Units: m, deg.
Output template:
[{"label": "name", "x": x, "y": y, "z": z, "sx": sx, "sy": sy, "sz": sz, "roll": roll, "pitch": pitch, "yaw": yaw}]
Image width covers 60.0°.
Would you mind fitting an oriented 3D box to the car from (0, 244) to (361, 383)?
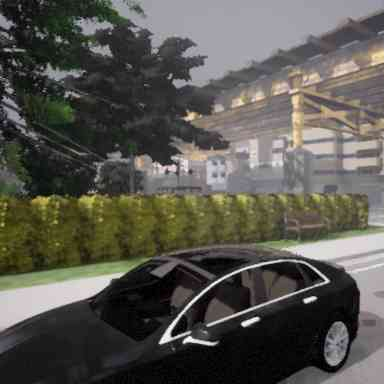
[{"label": "car", "x": 0.130, "y": 1.496, "z": 4.040, "sx": 4.892, "sy": 1.490, "sz": 1.837, "roll": -1, "pitch": 1, "yaw": -35}]
